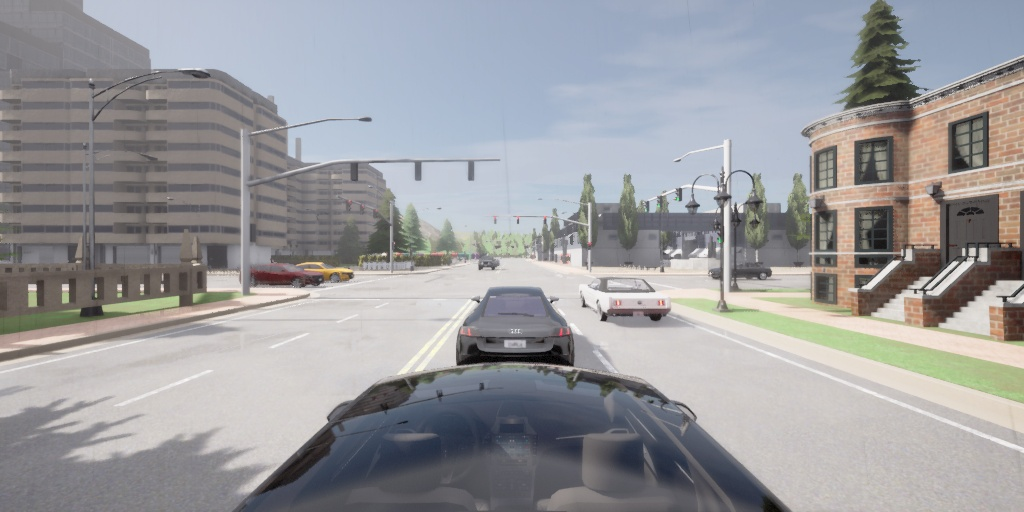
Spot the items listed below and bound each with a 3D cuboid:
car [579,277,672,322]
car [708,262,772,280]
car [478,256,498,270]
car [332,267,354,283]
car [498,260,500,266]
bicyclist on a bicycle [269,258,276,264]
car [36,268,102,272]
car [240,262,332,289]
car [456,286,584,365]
[{"bbox_3d":[3.581,1.351,12.346,1.895,1.301,4.718,0,0,0],"label":"car"},{"bbox_3d":[19.085,1.255,30.136,4.892,1.490,1.837,0,0,-1],"label":"car"},{"bbox_3d":[-3.591,0.971,51.968,2.150,2.045,5.566,0,0,0],"label":"car"},{"bbox_3d":[-14.563,1.228,26.943,5.008,1.535,1.882,0,0,-3],"label":"car"},{"bbox_3d":[-3.570,1.314,62.036,1.994,1.385,4.181,0,0,0],"label":"car"},{"bbox_3d":[-25.251,1.052,37.744,0.582,1.620,1.656,0,0,0],"label":"bicyclist on a bicycle"},{"bbox_3d":[-32.307,1.241,26.767,4.902,1.511,2.128,0,0,0],"label":"car"},{"bbox_3d":[-14.579,1.228,22.872,5.008,1.535,1.882,0,0,5],"label":"car"},{"bbox_3d":[0.063,1.314,7.497,1.994,1.385,4.181,0,0,0],"label":"car"}]
